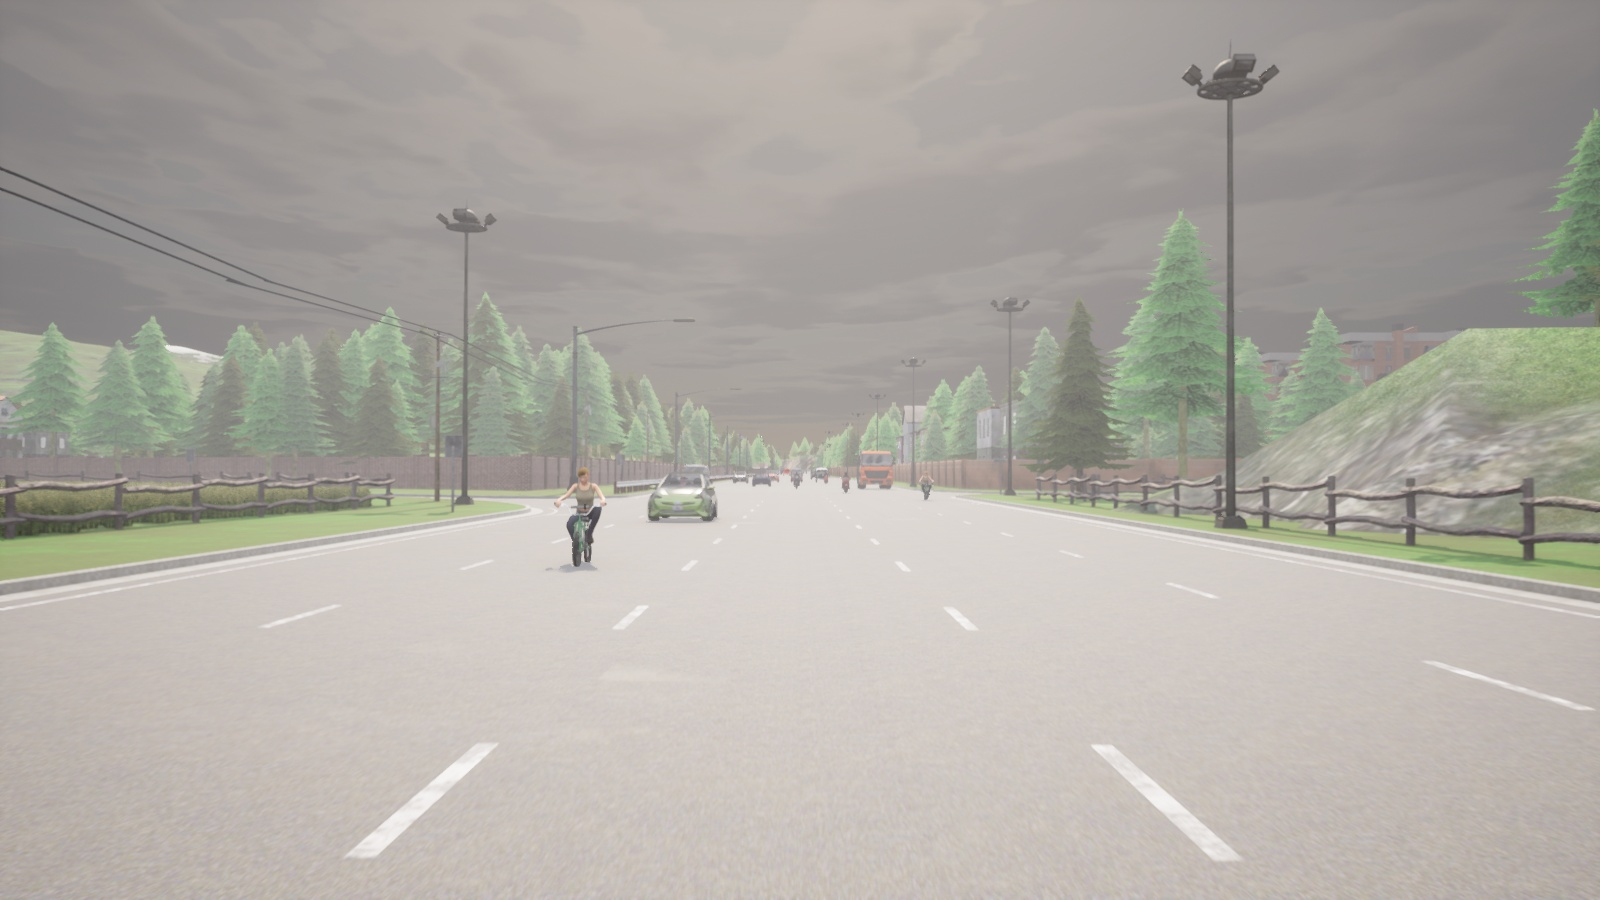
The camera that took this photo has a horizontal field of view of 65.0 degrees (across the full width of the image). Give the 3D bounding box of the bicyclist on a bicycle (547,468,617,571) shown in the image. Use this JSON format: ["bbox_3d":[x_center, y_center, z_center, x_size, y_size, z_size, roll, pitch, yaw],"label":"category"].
[{"bbox_3d":[-3.546,1.107,20.543,0.866,1.612,1.509,0,-1,0],"label":"bicyclist on a bicycle"}]

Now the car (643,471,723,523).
[{"bbox_3d":[-3.625,1.434,39.586,2.007,1.525,4.514,0,-1,1],"label":"car"}]

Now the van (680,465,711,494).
[{"bbox_3d":[-7.215,2.047,87.186,1.775,1.987,4.442,0,-1,0],"label":"van"}]
